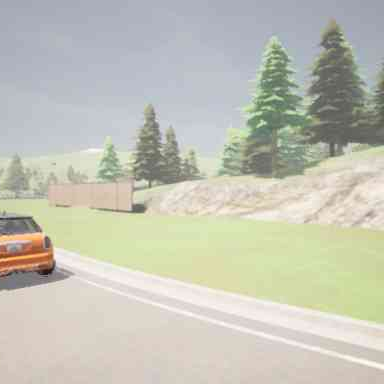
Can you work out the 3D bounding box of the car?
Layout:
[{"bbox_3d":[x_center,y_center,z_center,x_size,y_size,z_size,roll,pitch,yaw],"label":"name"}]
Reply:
[{"bbox_3d":[-5.713,1.345,9.385,4.553,1.767,2.097,0,0,45],"label":"car"}]
